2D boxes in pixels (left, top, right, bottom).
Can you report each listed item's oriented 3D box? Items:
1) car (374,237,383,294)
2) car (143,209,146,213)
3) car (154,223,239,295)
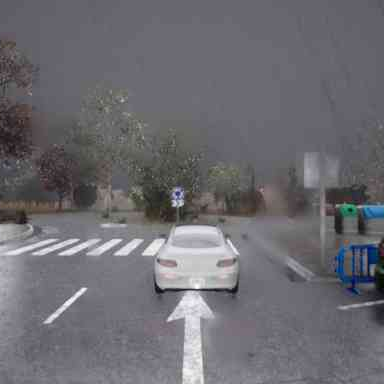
[{"bbox_3d":[6.026,1.243,6.075,5.566,2.045,2.435,1,0,-20],"label":"car"},{"bbox_3d":[-3.110,1.591,36.740,4.553,1.767,2.097,2,0,8],"label":"car"},{"bbox_3d":[0.096,1.535,8.650,1.812,1.442,4.674,0,0,0],"label":"car"}]
